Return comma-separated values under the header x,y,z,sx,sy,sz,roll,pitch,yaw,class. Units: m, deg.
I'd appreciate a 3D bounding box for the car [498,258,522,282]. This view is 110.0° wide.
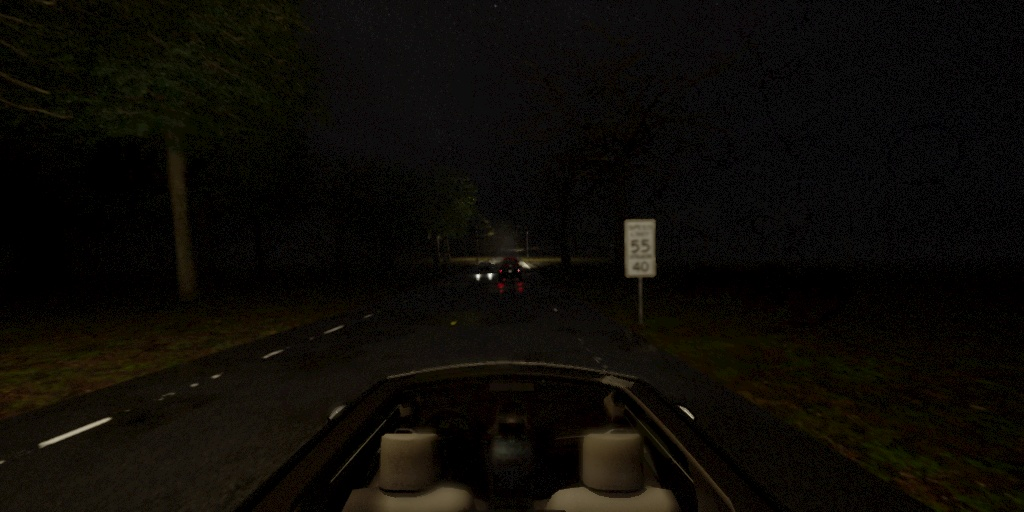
x,y,z,sx,sy,sz,roll,pitch,yaw,class
-0.167,1.312,32.561,2.097,1.767,4.553,-2,0,0,car

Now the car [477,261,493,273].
x,y,z,sx,sy,sz,roll,pitch,yaw,class
-3.720,1.478,49.803,1.882,1.535,5.008,-2,0,0,car
